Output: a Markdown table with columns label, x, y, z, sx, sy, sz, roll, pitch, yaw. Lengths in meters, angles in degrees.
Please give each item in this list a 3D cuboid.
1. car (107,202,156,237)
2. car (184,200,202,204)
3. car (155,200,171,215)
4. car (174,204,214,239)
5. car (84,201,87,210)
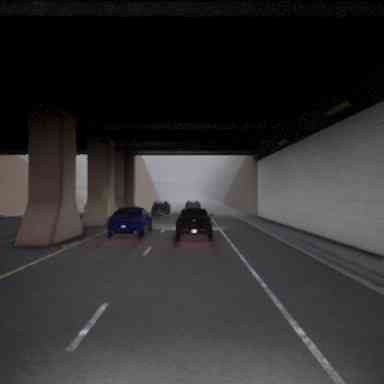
| label | x | y | z | sx | sy | sz | roll | pitch | yaw |
| --- | --- | --- | --- | --- | --- | --- | --- | --- | --- |
| car | -3.393 | 1.575 | 18.939 | 1.882 | 1.535 | 5.008 | 0 | 0 | 0 |
| car | 0.117 | 1.700 | 40.488 | 2.128 | 1.511 | 4.902 | 0 | 0 | 0 |
| car | -3.385 | 1.682 | 36.936 | 2.128 | 1.511 | 4.902 | 0 | 0 | 0 |
| car | 0.108 | 1.598 | 17.985 | 1.837 | 1.490 | 4.892 | 0 | 0 | 0 |
| car | -14.059 | 1.724 | 48.023 | 1.882 | 1.535 | 5.008 | 0 | 0 | 0 |
